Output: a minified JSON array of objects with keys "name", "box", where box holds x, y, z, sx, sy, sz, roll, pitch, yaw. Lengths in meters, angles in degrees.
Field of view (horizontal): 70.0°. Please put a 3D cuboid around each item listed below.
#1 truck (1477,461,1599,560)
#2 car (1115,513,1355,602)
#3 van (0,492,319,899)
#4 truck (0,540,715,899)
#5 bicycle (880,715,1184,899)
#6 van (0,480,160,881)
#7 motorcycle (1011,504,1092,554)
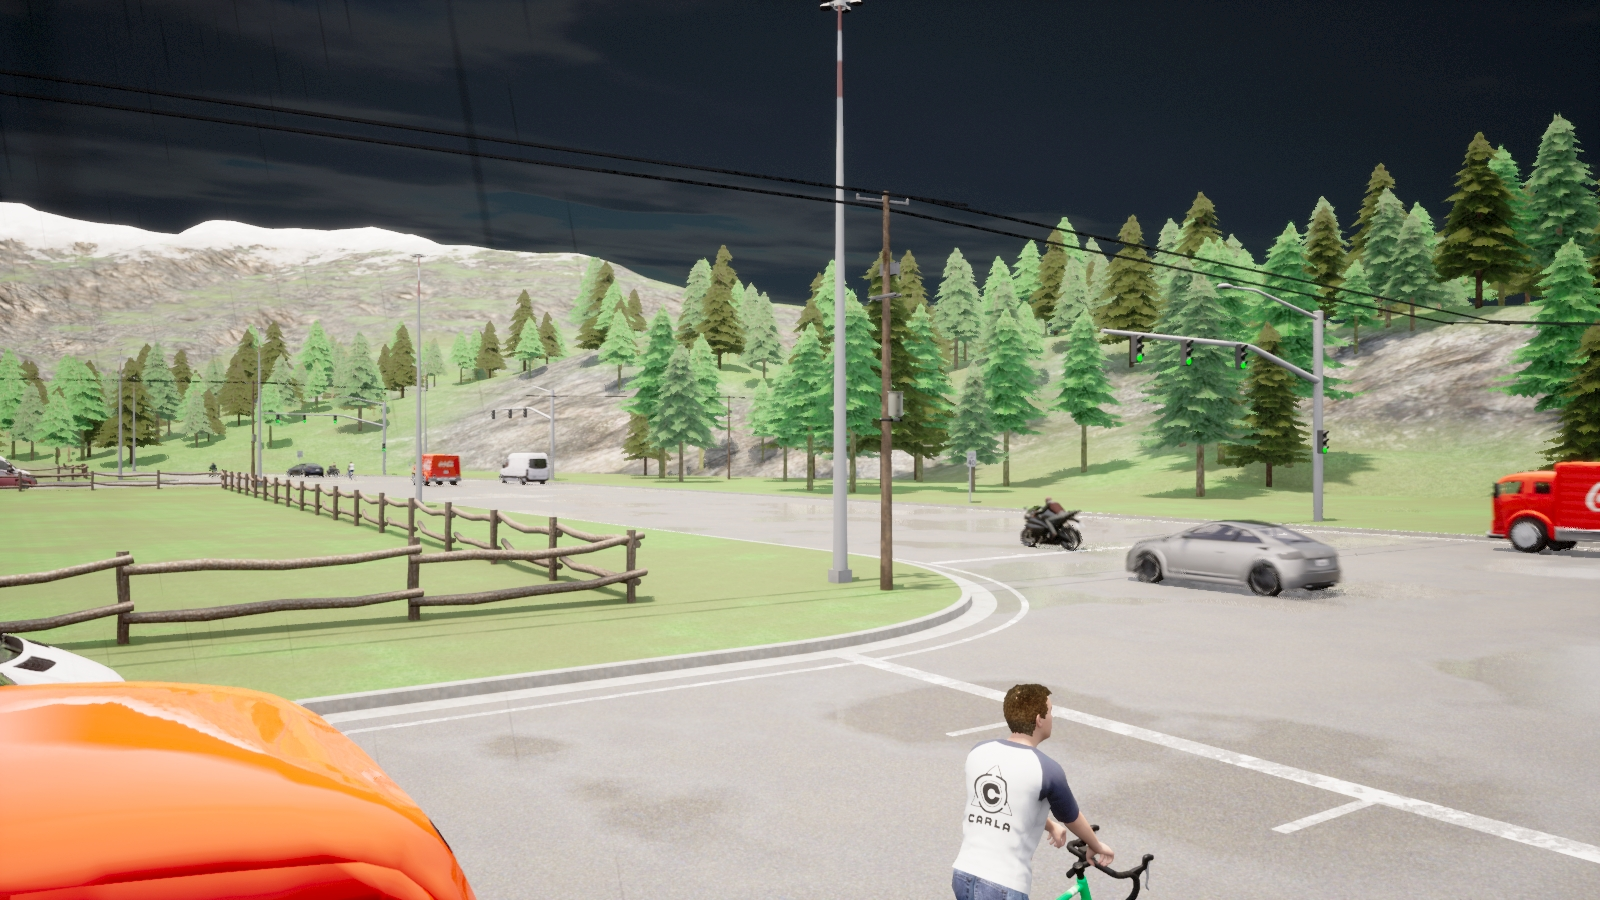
[{"name":"truck","box":[21.151,1.545,29.969,2.627,2.467,5.204,0,0,-35]},{"name":"car","box":[8.749,2.105,23.294,1.994,1.385,4.181,0,0,-35]},{"name":"van","box":[-5.215,1.535,4.399,5.915,2.561,1.988,0,0,-35]},{"name":"truck","box":[-3.050,1.565,1.729,5.204,2.467,2.627,0,0,-34]},{"name":"bicycle","box":[1.060,2.053,4.957,1.643,1.496,0.373,0,0,-41]},{"name":"van","box":[-7.465,1.535,7.097,5.915,2.561,1.988,0,0,-35]},{"name":"motorcycle","box":[7.005,2.189,31.970,0.867,1.251,2.209,0,0,-35]}]
